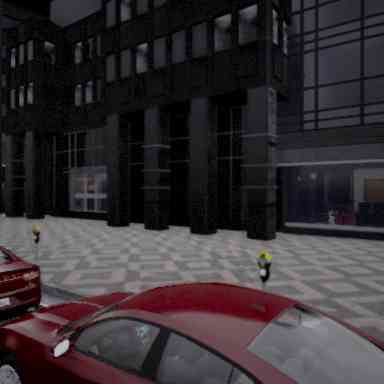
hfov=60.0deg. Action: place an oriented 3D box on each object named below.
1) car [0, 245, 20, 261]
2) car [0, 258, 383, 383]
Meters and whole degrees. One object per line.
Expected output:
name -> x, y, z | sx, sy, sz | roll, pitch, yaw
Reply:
car -> -4.672, 1.526, 6.291 | 4.507, 1.381, 1.887 | 0, 0, 35
car -> -0.082, 1.540, 3.019 | 4.507, 1.381, 1.887 | 0, 0, 35
